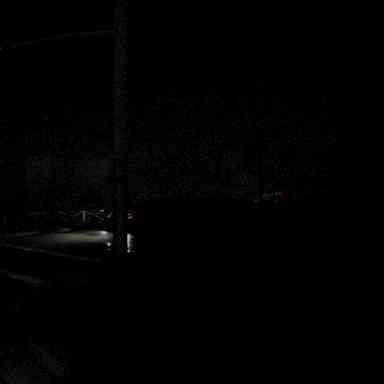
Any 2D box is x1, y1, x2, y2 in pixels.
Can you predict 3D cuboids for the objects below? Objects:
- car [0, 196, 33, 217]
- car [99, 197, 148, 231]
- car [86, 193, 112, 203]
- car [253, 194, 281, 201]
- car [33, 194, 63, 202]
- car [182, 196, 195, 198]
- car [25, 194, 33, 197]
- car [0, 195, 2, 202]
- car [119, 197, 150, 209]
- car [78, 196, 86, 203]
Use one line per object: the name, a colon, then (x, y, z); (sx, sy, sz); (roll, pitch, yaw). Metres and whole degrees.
car: (-15.847, 1.340, 26.945); (2.007, 1.523, 4.514); (0, 0, 35)
car: (-3.087, 1.352, 20.594); (2.097, 1.767, 4.553); (0, 0, 35)
car: (-15.890, 1.097, 59.048); (1.932, 1.855, 4.605); (0, 0, 35)
car: (8.393, 1.221, 37.074); (2.150, 2.045, 5.566); (0, 0, 35)
car: (-28.940, 1.154, 67.787); (2.152, 1.636, 5.027); (0, 0, 35)
car: (-0.805, 1.374, 48.194); (1.845, 1.501, 3.633); (0, 0, 35)
car: (-34.363, 1.232, 71.233); (1.970, 1.475, 3.806); (0, 0, 35)
car: (-41.427, 1.298, 67.598); (2.007, 1.523, 4.514); (0, 0, 35)
car: (-7.527, 1.384, 43.861); (1.970, 1.475, 3.806); (0, 0, 35)
car: (-18.500, 1.077, 60.391); (1.905, 1.878, 3.866); (0, 0, 35)
